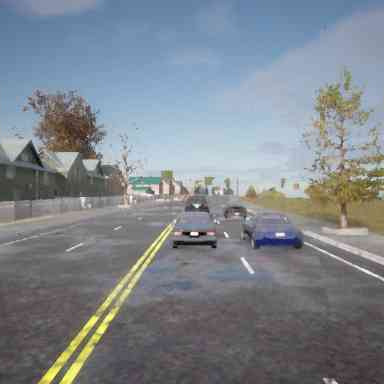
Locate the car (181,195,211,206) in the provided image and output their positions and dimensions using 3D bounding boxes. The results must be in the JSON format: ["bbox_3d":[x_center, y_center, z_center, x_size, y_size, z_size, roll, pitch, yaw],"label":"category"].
[{"bbox_3d":[0.491,1.275,29.616,2.150,2.045,5.566,0,0,2],"label":"car"}]

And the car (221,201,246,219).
[{"bbox_3d":[3.739,1.531,29.478,1.837,1.490,4.892,0,0,2],"label":"car"}]

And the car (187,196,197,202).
[{"bbox_3d":[0.089,1.639,77.751,1.895,1.301,4.718,0,0,5],"label":"car"}]

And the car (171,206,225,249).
[{"bbox_3d":[0.122,1.568,14.612,2.033,1.411,5.357,0,0,1],"label":"car"}]

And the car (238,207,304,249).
[{"bbox_3d":[3.372,1.577,14.558,1.994,1.385,4.181,0,0,1],"label":"car"}]

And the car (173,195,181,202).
[{"bbox_3d":[-3.142,1.404,78.101,2.097,1.767,4.553,0,0,5],"label":"car"}]
